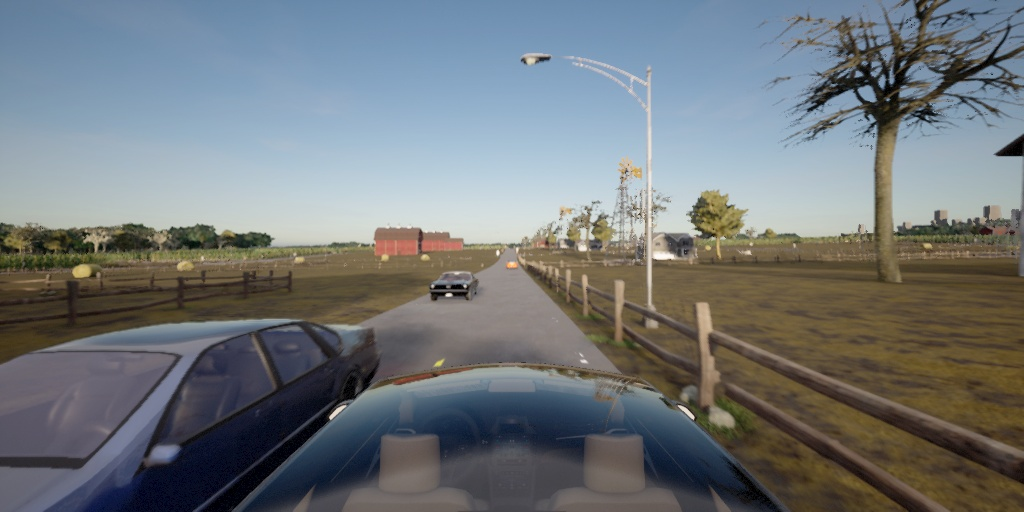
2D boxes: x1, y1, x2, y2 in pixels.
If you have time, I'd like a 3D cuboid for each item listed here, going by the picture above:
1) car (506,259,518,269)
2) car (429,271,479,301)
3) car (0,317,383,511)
[{"bbox_3d":[0.016,1.415,64.878,2.097,1.767,4.553,0,0,0],"label":"car"},{"bbox_3d":[-2.787,1.436,18.084,1.895,1.301,4.718,0,0,0],"label":"car"},{"bbox_3d":[-2.816,1.302,2.966,2.033,1.411,5.357,0,0,0],"label":"car"}]
